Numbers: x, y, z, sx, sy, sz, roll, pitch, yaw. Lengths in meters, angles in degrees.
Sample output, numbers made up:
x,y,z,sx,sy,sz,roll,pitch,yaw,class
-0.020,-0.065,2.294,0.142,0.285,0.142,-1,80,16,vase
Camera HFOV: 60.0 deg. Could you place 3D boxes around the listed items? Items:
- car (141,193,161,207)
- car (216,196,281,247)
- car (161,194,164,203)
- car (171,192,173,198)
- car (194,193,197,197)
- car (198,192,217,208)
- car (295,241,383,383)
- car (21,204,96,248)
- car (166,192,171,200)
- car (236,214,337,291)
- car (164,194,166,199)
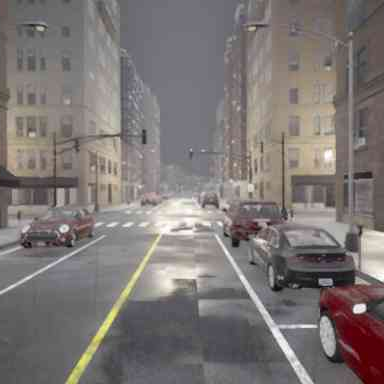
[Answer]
x,y,z,sx,sy,sz,roll,pitch,yaw,class
-5.961,1.050,46.745,2.192,1.841,5.009,0,0,-1,car
2.478,1.215,14.284,2.192,1.841,5.009,0,0,-1,car
-6.022,1.267,52.250,1.947,1.339,4.313,0,0,-1,car
-6.334,1.074,79.766,1.887,1.381,4.507,0,0,-1,car
2.015,0.945,57.848,2.192,1.841,5.009,0,0,-1,car
2.223,1.048,41.338,2.192,1.841,5.009,0,0,-1,car
2.612,1.514,2.922,1.887,1.381,4.507,0,0,-1,car
-5.546,1.376,14.190,1.967,1.590,4.097,0,0,-1,car
-6.272,1.109,74.263,1.887,1.381,4.507,0,0,-1,car
2.546,1.486,8.604,2.008,1.369,4.403,0,0,-1,car
-6.084,1.218,57.753,2.008,1.369,4.403,0,0,-1,car
